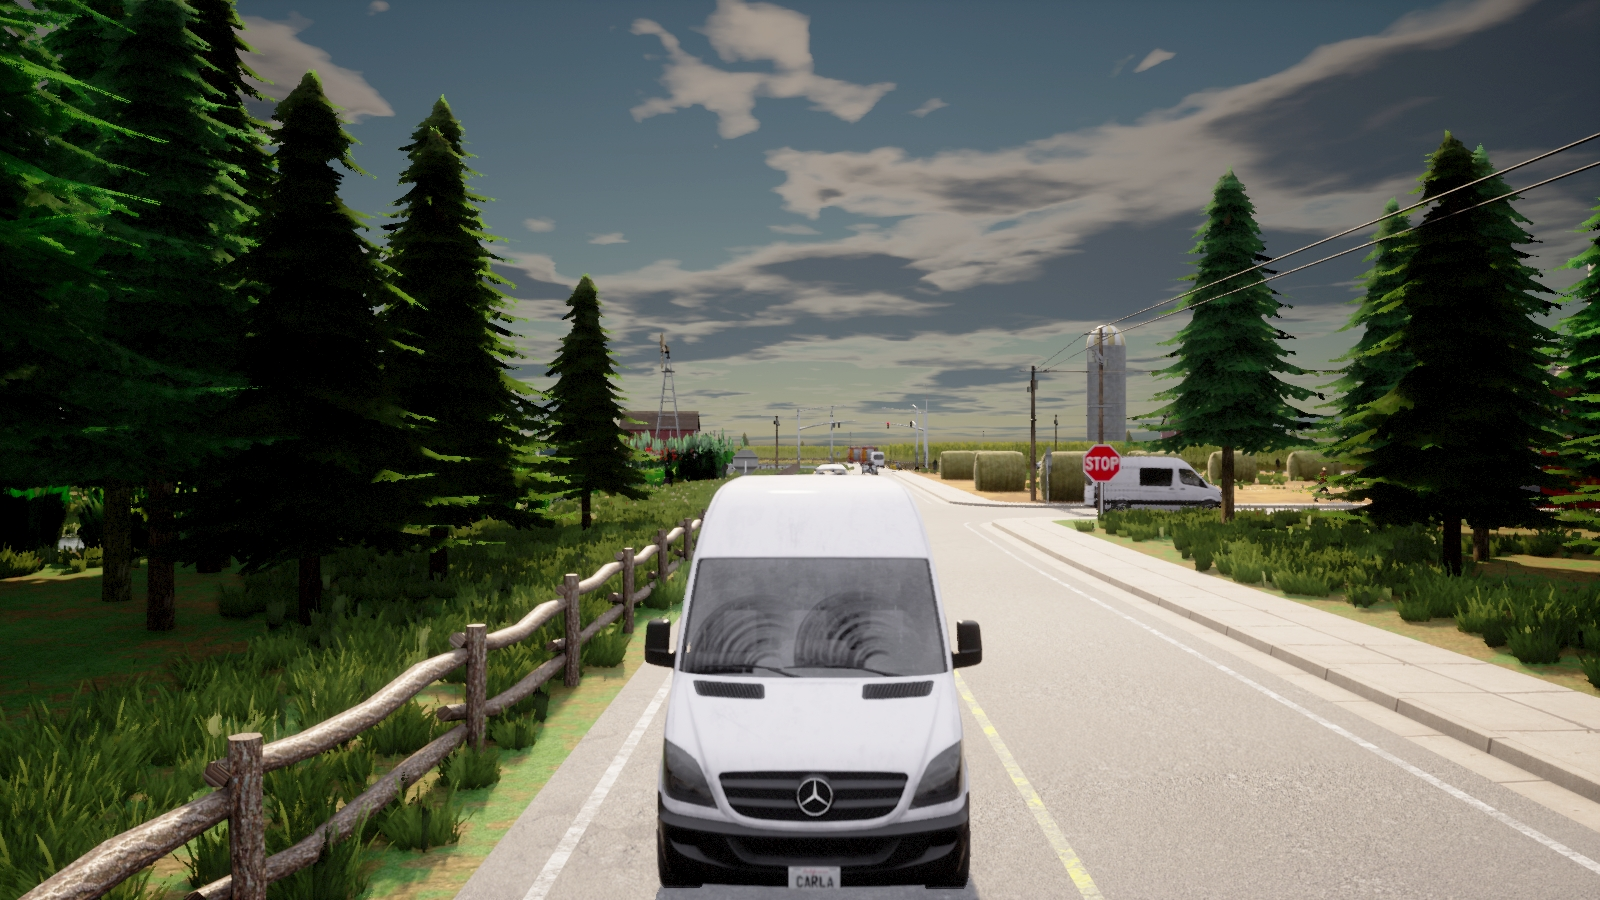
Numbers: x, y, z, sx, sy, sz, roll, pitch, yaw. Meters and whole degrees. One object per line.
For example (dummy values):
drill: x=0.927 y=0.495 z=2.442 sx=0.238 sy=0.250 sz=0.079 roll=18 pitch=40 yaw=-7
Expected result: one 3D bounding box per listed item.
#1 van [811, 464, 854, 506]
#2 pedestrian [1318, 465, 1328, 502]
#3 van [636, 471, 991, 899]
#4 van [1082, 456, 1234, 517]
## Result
van: x=1.600 y=1.751 z=58.231 sx=2.069 sy=2.038 sz=4.480 roll=0 pitch=0 yaw=0
pedestrian: x=26.555 y=1.692 z=58.009 sx=0.375 sy=1.860 sz=0.375 roll=0 pitch=0 yaw=6
van: x=0.109 y=1.508 z=9.361 sx=1.988 sy=2.561 sz=5.915 roll=0 pitch=0 yaw=1
van: x=15.283 y=1.533 z=49.007 sx=5.915 sy=2.561 sz=1.988 roll=0 pitch=0 yaw=1
